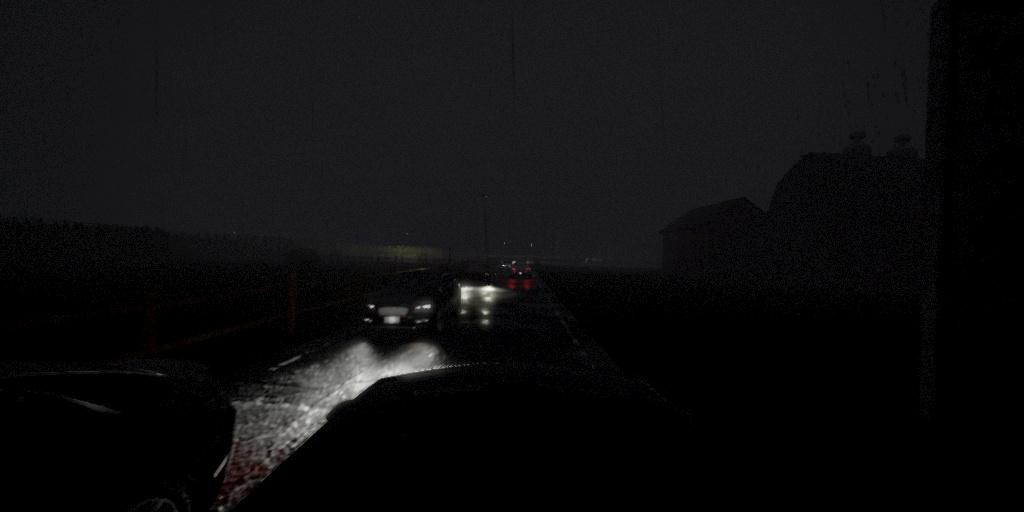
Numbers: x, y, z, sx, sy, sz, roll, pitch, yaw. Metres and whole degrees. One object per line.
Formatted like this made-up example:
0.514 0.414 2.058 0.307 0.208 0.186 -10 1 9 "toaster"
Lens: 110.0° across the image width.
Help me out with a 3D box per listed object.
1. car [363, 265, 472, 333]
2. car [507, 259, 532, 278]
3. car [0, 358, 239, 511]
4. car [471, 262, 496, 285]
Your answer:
-2.673 1.187 10.619 2.128 1.511 4.902 1 0 1 "car"
0.809 1.260 33.226 1.812 1.442 4.674 1 0 2 "car"
-3.007 1.206 0.583 1.837 1.490 4.892 1 0 3 "car"
-2.263 1.167 26.005 1.882 1.535 5.008 1 0 2 "car"
